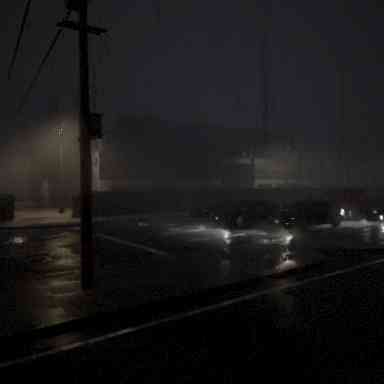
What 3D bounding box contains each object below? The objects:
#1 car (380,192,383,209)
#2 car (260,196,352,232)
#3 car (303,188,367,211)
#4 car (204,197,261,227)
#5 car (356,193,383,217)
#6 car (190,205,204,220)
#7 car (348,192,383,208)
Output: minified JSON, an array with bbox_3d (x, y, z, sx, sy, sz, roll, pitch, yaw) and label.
[{"bbox_3d":[20.017,0.769,31.507,5.008,1.535,1.882,-1,1,-34],"label":"car"},{"bbox_3d":[6.229,1.186,17.944,4.892,1.490,1.837,-1,1,-34],"label":"car"},{"bbox_3d":[11.469,0.723,25.672,5.566,2.045,2.150,-1,1,-34],"label":"car"},{"bbox_3d":[3.413,1.204,20.259,4.892,1.490,1.837,-1,1,-34],"label":"car"},{"bbox_3d":[14.010,0.983,23.169,4.902,1.511,2.128,-1,1,-34],"label":"car"},{"bbox_3d":[2.159,1.156,23.632,5.008,1.535,1.882,-1,1,-34],"label":"car"},{"bbox_3d":[18.409,0.805,34.647,4.674,1.442,1.812,-1,1,-34],"label":"car"}]
